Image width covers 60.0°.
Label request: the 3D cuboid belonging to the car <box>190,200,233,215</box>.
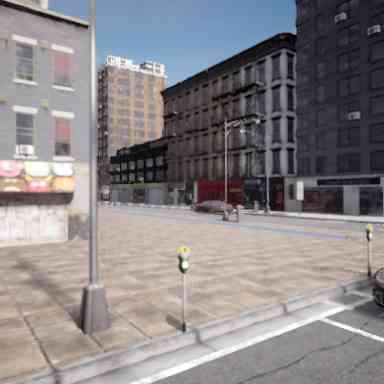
[{"bbox_3d":[1.972,1.551,34.776,2.033,1.411,5.357,0,0,-36],"label":"car"}]

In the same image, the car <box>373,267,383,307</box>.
[{"bbox_3d":[5.374,1.544,6.644,4.313,1.339,1.947,0,0,-35],"label":"car"}]
